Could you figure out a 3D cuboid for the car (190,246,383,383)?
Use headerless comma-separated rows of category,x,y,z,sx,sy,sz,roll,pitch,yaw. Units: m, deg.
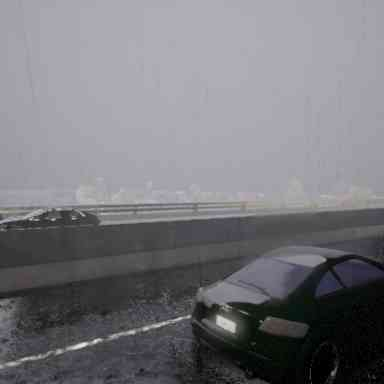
car,2.045,1.563,5.185,4.181,1.385,1.994,0,0,-35

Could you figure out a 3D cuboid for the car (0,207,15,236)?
car,-11.625,1.559,17.177,4.181,1.385,1.994,0,0,-35

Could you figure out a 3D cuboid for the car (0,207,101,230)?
car,-6.936,1.501,16.211,4.892,1.490,1.837,0,0,-35
